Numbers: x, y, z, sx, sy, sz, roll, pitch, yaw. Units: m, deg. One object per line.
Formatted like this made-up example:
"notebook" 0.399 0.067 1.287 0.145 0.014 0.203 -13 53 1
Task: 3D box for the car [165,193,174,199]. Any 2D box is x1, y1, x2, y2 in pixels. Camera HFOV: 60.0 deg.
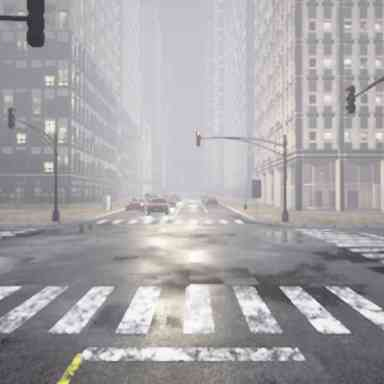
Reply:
"car" -5.682 0.993 84.869 1.887 1.381 4.507 1 0 0

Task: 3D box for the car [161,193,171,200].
"car" -5.681 1.065 73.719 1.887 1.381 4.507 1 0 0

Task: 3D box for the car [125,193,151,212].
"car" -5.677 1.213 34.693 1.967 1.590 4.097 1 0 0

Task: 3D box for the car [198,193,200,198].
"car" 2.699 1.158 62.639 1.947 1.339 4.313 1 0 0

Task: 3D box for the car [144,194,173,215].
"car" -3.096 1.271 31.601 1.882 1.535 5.008 0 0 0

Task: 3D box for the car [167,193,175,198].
"car" -5.683 0.963 90.444 2.008 1.369 4.403 1 0 0

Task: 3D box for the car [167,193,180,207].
"car" -3.087 1.204 44.083 2.128 1.511 4.902 0 0 0

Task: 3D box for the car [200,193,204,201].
"car" 2.701 1.152 57.232 1.752 1.417 4.829 1 0 0

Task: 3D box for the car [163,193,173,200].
"car" -5.682 1.035 79.294 2.008 1.369 4.403 1 0 0

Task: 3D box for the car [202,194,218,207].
"car" 2.700 1.282 45.906 1.802 1.307 4.206 1 0 0

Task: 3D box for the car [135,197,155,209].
"car" -5.680 1.319 40.269 1.802 1.307 4.206 1 0 0
